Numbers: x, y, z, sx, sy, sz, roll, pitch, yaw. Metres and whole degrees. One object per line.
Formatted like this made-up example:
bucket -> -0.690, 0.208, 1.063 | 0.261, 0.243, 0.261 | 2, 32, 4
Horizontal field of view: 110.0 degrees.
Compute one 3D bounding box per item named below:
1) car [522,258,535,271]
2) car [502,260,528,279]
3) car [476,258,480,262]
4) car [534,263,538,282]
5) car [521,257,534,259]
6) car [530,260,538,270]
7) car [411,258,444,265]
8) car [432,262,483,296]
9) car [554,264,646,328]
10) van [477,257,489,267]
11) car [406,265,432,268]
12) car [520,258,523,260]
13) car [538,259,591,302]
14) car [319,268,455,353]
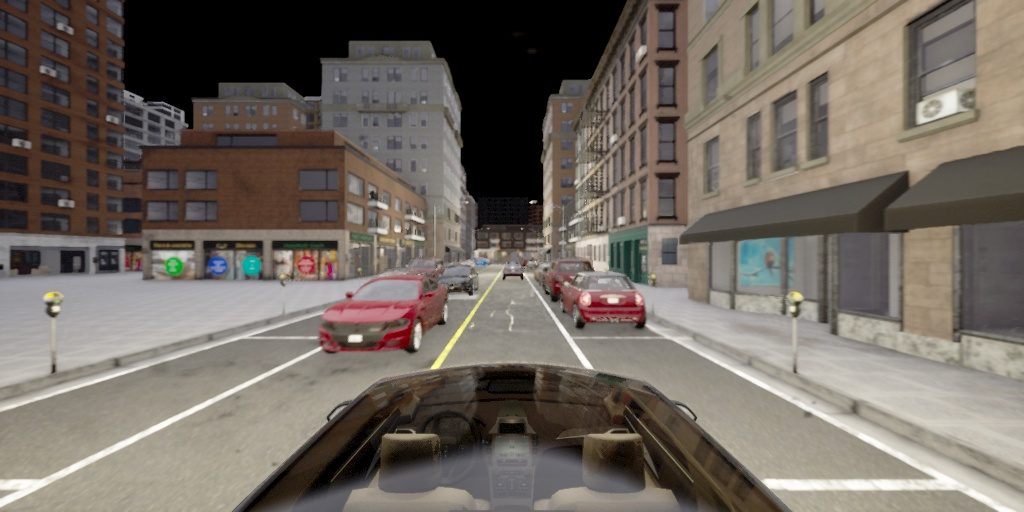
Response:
car -> 2.631, 1.289, 45.262 | 2.007, 1.370, 4.403 | 0, 0, 0
car -> 0.095, 1.289, 31.859 | 2.033, 1.411, 5.357 | 0, 0, 0
car -> -5.394, 1.263, 45.092 | 1.751, 1.417, 4.829 | 0, 0, 0
car -> 2.634, 1.310, 22.615 | 1.948, 1.339, 4.313 | 0, 0, 0
car -> 2.629, 1.051, 56.586 | 2.192, 1.841, 5.009 | 0, 0, 0
car -> 2.633, 1.268, 28.447 | 1.751, 1.417, 4.829 | 0, 0, 0
car -> -5.391, 1.058, 22.614 | 2.192, 1.841, 5.009 | 0, 0, 0
car -> -2.839, 1.250, 19.432 | 1.837, 1.490, 4.892 | 0, 0, 0
car -> 2.636, 1.187, 11.291 | 1.967, 1.591, 4.097 | 0, 0, 0
van -> -5.397, 1.075, 62.247 | 1.690, 1.789, 3.998 | 0, 0, 0
car -> -5.390, 1.296, 16.952 | 2.007, 1.370, 4.403 | 0, 0, 0
car -> 0.093, 1.302, 49.143 | 1.994, 1.385, 4.181 | 0, 0, 0
car -> 2.635, 1.060, 16.953 | 2.192, 1.841, 5.009 | 0, 0, 0
car -> -2.852, 1.226, 9.015 | 1.882, 1.535, 5.008 | 0, 0, 0
